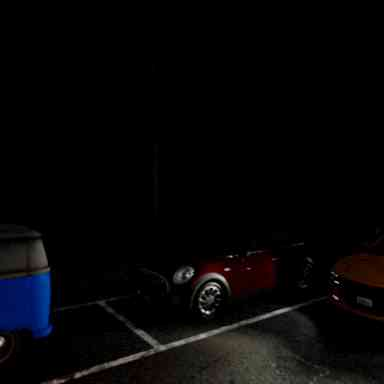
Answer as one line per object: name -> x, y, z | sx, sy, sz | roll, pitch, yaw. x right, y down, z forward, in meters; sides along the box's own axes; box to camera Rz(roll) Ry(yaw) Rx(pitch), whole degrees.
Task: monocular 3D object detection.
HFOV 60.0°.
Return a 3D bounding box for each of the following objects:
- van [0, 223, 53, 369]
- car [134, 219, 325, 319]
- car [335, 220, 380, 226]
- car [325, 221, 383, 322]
van -> -3.824, 1.338, 4.037 | 3.998, 1.788, 1.690 | 0, 0, -36
car -> 0.790, 1.453, 7.328 | 4.097, 1.590, 1.967 | 0, 0, -36
car -> 5.405, 1.594, 10.620 | 4.313, 1.339, 1.947 | 0, 0, -36
car -> 4.820, 1.499, 6.813 | 5.008, 1.535, 1.882 | 0, 0, -35
